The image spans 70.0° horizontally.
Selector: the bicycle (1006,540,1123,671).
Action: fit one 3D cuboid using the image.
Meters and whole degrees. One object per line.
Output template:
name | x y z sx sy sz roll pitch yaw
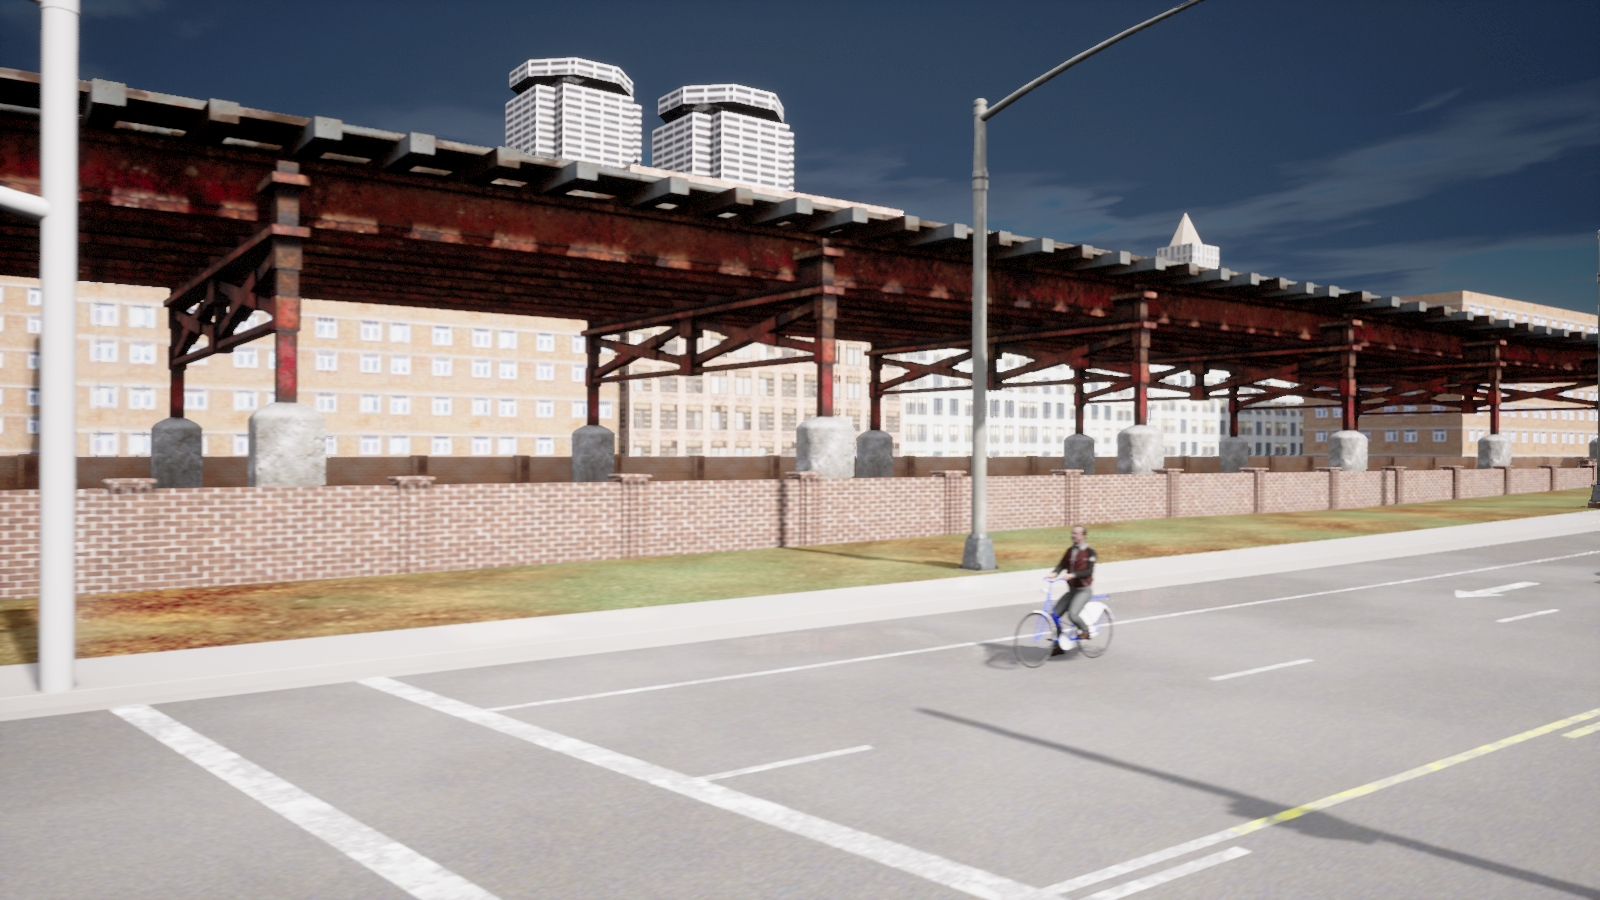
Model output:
bicycle | 3.428 1.968 14.717 1.835 1.496 0.329 0 0 -35
